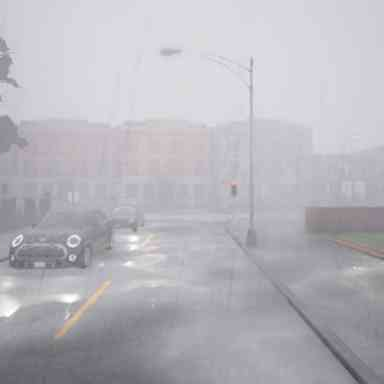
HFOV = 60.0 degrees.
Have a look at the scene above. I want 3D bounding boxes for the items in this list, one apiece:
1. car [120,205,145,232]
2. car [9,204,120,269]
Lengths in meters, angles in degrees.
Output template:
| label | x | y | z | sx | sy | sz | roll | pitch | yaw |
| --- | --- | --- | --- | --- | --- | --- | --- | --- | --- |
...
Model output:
| label | x | y | z | sx | sy | sz | roll | pitch | yaw |
| --- | --- | --- | --- | --- | --- | --- | --- | --- | --- |
| car | -3.999 | 1.532 | 20.317 | 1.812 | 1.442 | 4.674 | 0 | 0 | 0 |
| car | -4.078 | 1.354 | 11.171 | 2.097 | 1.767 | 4.553 | 0 | 0 | 0 |
